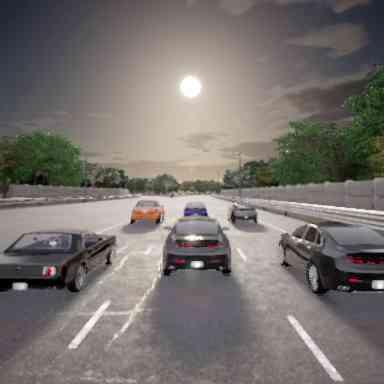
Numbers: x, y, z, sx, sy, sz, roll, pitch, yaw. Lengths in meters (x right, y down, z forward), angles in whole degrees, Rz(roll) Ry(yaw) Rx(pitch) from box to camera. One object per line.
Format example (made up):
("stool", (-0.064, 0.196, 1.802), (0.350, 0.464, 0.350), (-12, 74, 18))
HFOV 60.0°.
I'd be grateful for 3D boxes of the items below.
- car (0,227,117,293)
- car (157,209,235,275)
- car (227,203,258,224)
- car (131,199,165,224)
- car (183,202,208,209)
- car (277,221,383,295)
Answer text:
("car", (-3.369, 1.590, 8.807), (1.895, 1.301, 4.718), (0, 0, 1))
("car", (0.149, 1.516, 10.505), (1.837, 1.490, 4.892), (0, 0, 1))
("car", (3.758, 1.546, 25.387), (2.128, 1.511, 4.902), (0, 0, 1))
("car", (-3.245, 1.365, 25.217), (2.097, 1.767, 4.553), (0, 0, 1))
("car", (0.274, 1.515, 27.057), (1.882, 1.535, 5.008), (0, 0, 1))
("car", (3.631, 1.534, 8.797), (1.837, 1.490, 4.892), (0, 0, 1))
